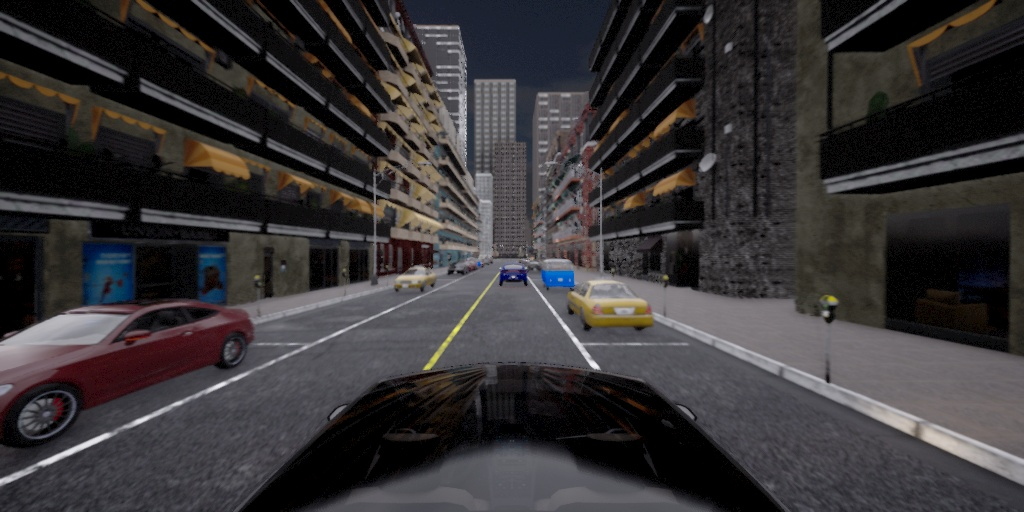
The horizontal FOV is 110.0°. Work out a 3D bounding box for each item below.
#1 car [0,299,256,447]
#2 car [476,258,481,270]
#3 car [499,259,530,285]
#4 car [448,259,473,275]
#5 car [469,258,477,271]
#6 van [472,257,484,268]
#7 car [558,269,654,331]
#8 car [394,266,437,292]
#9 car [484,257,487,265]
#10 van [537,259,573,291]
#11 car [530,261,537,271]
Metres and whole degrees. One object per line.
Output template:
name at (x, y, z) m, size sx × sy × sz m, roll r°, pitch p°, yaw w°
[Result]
car at (-5.694, 1.332, 5.180) m, size 1.802 × 1.307 × 4.207 m, roll 0°, pitch 0°, yaw 0°
car at (-5.703, 1.303, 49.368) m, size 1.888 × 1.381 × 4.507 m, roll 0°, pitch 0°, yaw 0°
car at (0.094, 1.229, 26.131) m, size 1.882 × 1.535 × 5.008 m, roll 0°, pitch 0°, yaw 0°
car at (-5.700, 1.320, 38.320) m, size 1.948 × 1.339 × 4.313 m, roll 0°, pitch 0°, yaw 0°
car at (-5.702, 1.301, 43.844) m, size 1.888 × 1.381 × 4.507 m, roll 0°, pitch 0°, yaw 0°
van at (-5.704, 1.101, 54.891) m, size 1.690 × 1.789 × 3.998 m, roll 0°, pitch 0°, yaw 0°
car at (2.686, 1.275, 10.862) m, size 1.751 × 1.417 × 4.829 m, roll 0°, pitch 0°, yaw 0°
car at (-5.698, 1.277, 21.581) m, size 1.751 × 1.417 × 4.829 m, roll 0°, pitch 0°, yaw 0°
car at (-5.705, 1.202, 60.415) m, size 1.967 × 1.591 × 4.097 m, roll 0°, pitch 0°, yaw 0°
van at (2.684, 1.091, 21.740) m, size 1.690 × 1.789 × 3.998 m, roll 0°, pitch 0°, yaw 0°
car at (2.679, 1.306, 43.832) m, size 2.007 × 1.370 × 4.403 m, roll 0°, pitch 0°, yaw 0°
